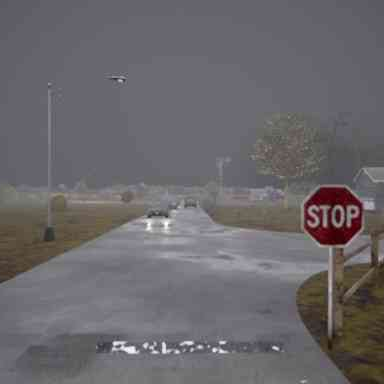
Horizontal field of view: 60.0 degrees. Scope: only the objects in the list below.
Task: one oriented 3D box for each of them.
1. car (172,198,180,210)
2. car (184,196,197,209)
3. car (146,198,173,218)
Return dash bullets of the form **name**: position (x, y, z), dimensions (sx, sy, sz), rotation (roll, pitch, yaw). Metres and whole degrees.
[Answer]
- **car**: position (-3.136, 1.590, 45.913), dimensions (2.097, 1.767, 4.553), rotation (0, -1, 0)
- **car**: position (-0.228, 1.794, 51.184), dimensions (1.837, 1.490, 4.892), rotation (0, -1, 0)
- **car**: position (-3.040, 1.612, 30.935), dimensions (1.837, 1.490, 4.892), rotation (0, 0, 0)
